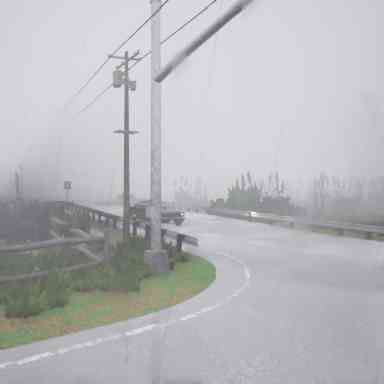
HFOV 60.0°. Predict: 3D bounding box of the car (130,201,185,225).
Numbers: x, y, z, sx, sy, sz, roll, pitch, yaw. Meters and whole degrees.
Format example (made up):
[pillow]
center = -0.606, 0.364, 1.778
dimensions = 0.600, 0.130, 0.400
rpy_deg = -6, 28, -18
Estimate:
[car]
center = -2.297, 1.245, 20.405
dimensions = 1.895, 1.301, 4.718
rpy_deg = 0, 3, -32
